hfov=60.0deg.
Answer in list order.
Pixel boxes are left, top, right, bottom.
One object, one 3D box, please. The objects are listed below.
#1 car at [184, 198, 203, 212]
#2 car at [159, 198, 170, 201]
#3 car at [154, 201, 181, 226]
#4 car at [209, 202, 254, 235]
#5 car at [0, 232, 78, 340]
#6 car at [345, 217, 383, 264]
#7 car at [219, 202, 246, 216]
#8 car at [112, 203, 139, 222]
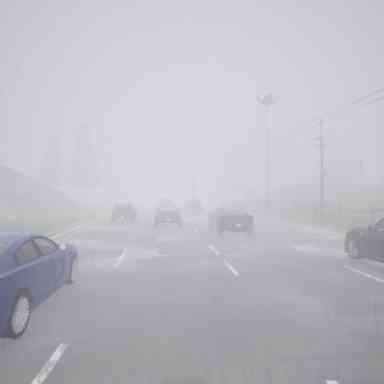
[{"bbox_3d":[0.112,1.555,41.935,2.097,1.767,4.553,0,0,-5],"label":"car"},{"bbox_3d":[-3.717,1.593,45.373,2.097,1.767,4.553,0,0,-5],"label":"car"},{"bbox_3d":[-1.796,1.654,24.421,1.812,1.442,4.674,0,0,-5],"label":"car"},{"bbox_3d":[2.166,1.562,19.526,1.882,1.535,5.008,0,0,-5],"label":"car"},{"bbox_3d":[-3.729,1.529,6.600,1.882,1.535,5.008,0,0,-4],"label":"car"},{"bbox_3d":[6.489,1.367,9.782,2.097,1.767,4.553,0,0,-4],"label":"car"},{"bbox_3d":[4.222,1.752,35.444,1.895,1.301,4.718,0,0,-5],"label":"car"},{"bbox_3d":[-5.671,1.672,28.349,1.837,1.490,4.892,0,0,-5],"label":"car"}]
